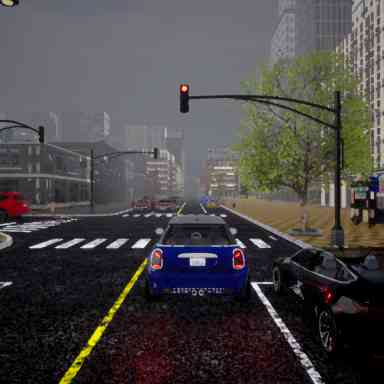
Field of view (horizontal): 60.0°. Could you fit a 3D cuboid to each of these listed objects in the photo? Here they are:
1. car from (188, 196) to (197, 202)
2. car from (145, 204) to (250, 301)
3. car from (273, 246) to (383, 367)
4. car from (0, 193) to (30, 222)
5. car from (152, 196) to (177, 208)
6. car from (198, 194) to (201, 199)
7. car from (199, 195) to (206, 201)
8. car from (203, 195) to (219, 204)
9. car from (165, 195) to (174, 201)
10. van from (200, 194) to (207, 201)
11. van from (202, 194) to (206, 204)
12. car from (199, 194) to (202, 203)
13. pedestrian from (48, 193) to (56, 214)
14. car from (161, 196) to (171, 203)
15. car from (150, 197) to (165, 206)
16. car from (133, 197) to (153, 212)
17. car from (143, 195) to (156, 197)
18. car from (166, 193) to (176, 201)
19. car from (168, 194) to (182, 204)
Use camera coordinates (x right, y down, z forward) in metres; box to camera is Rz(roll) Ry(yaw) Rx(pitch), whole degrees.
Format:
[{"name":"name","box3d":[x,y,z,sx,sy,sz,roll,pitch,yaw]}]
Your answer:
[{"name":"car","box3d":[0.089,1.548,79.296,2.033,1.411,5.357,0,0,0]},{"name":"car","box3d":[0.110,1.353,8.462,2.097,1.767,4.553,0,0,0]},{"name":"car","box3d":[2.700,1.566,5.795,1.947,1.339,4.313,0,0,0]},{"name":"car","box3d":[-14.943,1.058,24.479,5.566,2.045,2.150,1,0,1]},{"name":"car","box3d":[-3.059,1.528,37.475,1.812,1.442,4.674,0,0,0]},{"name":"car","box3d":[2.773,1.572,71.579,1.947,1.339,4.313,0,0,0]},{"name":"car","box3d":[2.792,1.534,88.402,1.752,1.417,4.829,0,0,0]},{"name":"car","box3d":[2.742,1.528,43.994,1.752,1.417,4.829,0,0,0]},{"name":"car","box3d":[-5.595,1.559,82.688,2.008,1.369,4.403,0,0,0]},{"name":"van","box3d":[2.787,1.349,82.681,1.690,1.788,3.998,0,0,0]},{"name":"van","box3d":[2.749,1.345,49.375,1.690,1.788,3.998,0,0,0]},{"name":"car","box3d":[2.760,1.556,60.477,2.008,1.369,4.403,0,0,0]},{"name":"pedestrian","box3d":[-12.716,1.039,30.292,0.375,1.860,0.375,0,-1,-1]},{"name":"car","box3d":[-5.608,1.532,71.416,1.752,1.417,4.829,0,0,0]},{"name":"car","box3d":[-5.626,1.555,54.933,2.008,1.369,4.403,0,0,0]},{"name":"car","box3d":[-5.644,1.585,38.280,1.802,1.307,4.206,0,0,0]},{"name":"car","box3d":[-5.637,1.318,43.831,2.192,1.841,5.009,0,0,0]},{"name":"car","box3d":[-5.588,1.324,88.239,2.192,1.841,5.009,0,0,0]},{"name":"car","box3d":[-3.026,1.510,54.347,1.837,1.490,4.892,0,0,0]}]
